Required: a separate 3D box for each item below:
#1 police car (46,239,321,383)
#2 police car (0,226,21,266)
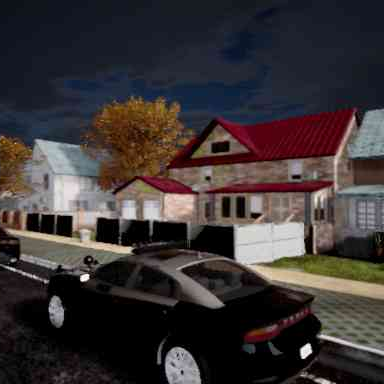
[{"bbox_3d":[-0.639,1.624,5.493,5.238,1.638,1.930,-1,-3,42],"label":"police car"},{"bbox_3d":[-8.083,1.787,12.168,5.238,1.638,1.930,-1,-3,42],"label":"police car"}]
